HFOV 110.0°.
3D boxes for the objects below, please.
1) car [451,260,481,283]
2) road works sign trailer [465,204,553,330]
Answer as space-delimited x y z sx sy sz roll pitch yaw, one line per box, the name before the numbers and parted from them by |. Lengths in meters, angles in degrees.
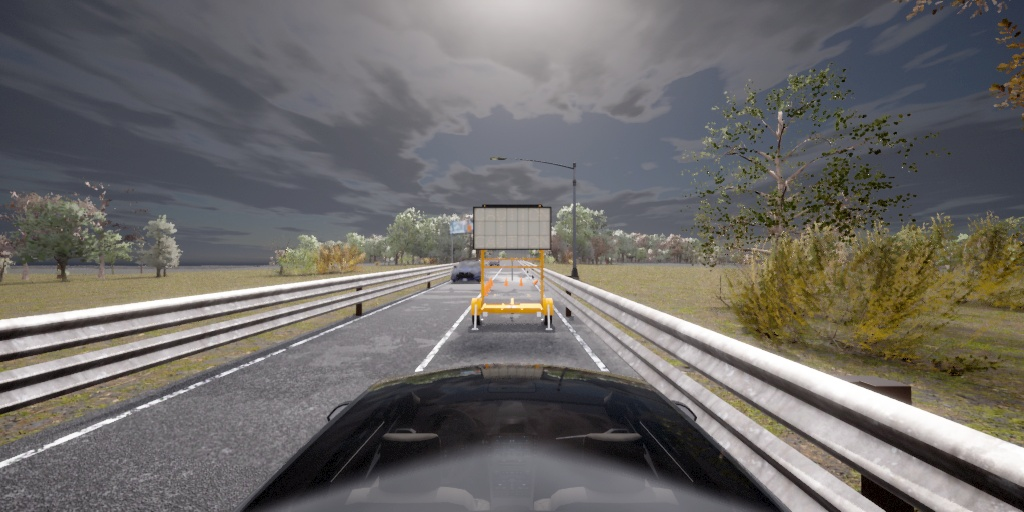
car | -3.353 1.112 27.805 2.097 1.767 4.553 0 0 0
road works sign trailer | 0.009 0.218 11.109 2.380 3.560 2.880 0 0 0
